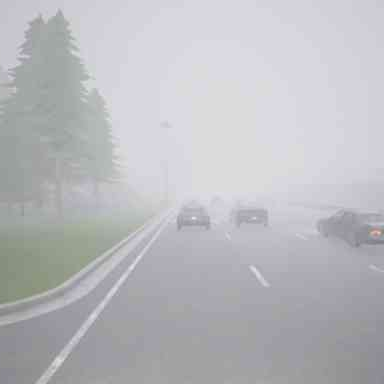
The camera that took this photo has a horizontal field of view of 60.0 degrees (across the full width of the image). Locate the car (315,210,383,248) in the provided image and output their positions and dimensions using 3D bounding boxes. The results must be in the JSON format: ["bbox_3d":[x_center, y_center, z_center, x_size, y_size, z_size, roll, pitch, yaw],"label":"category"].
[{"bbox_3d":[7.097,1.458,14.212,2.033,1.411,5.357,0,0,0],"label":"car"}]

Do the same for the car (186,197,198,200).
[{"bbox_3d":[-0.004,1.302,47.637,1.895,1.301,4.718,0,0,0],"label":"car"}]

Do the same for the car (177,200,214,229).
[{"bbox_3d":[0.097,1.434,20.680,1.994,1.385,4.181,0,0,0],"label":"car"}]

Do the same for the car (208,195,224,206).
[{"bbox_3d":[3.498,1.204,48.169,1.837,1.490,4.892,0,1,0],"label":"car"}]

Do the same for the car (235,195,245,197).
[{"bbox_3d":[6.989,1.221,48.494,1.812,1.442,4.674,0,0,0],"label":"car"}]

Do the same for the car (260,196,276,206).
[{"bbox_3d":[10.490,1.251,47.245,2.033,1.411,5.357,0,0,0],"label":"car"}]

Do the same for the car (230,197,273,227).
[{"bbox_3d":[3.595,1.341,21.635,1.882,1.535,5.008,0,0,0],"label":"car"}]
